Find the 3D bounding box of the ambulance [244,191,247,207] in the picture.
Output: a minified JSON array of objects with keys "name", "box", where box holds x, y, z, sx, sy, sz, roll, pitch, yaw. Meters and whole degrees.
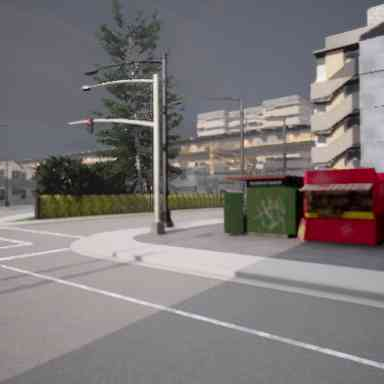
[{"name":"ambulance","box":[8.747,1.125,46.556,2.351,2.431,6.366,-1,0,36]}]
